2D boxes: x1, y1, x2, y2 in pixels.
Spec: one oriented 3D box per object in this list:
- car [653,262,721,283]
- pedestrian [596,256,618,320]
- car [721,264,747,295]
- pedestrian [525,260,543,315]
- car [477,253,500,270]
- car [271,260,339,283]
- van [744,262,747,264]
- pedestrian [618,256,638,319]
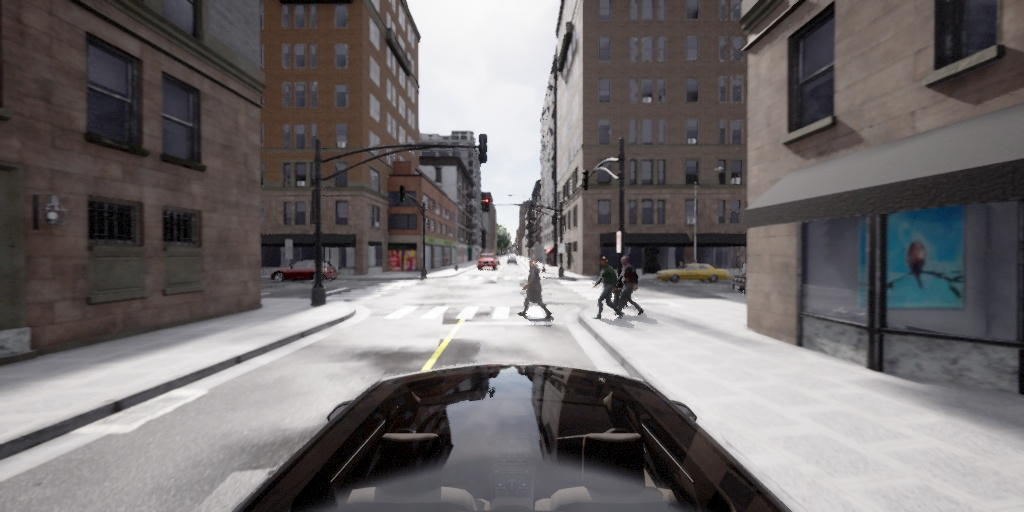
[{"bbox_3d":[12.422,1.115,24.977,4.829,1.417,1.751,0,0,1],"label":"car"},{"bbox_3d":[2.615,0.841,9.923,0.375,1.860,0.375,0,0,0],"label":"pedestrian"},{"bbox_3d":[12.522,1.210,16.450,4.403,1.370,2.007,0,0,1],"label":"car"},{"bbox_3d":[0.689,0.983,11.124,0.375,1.860,0.375,0,0,0],"label":"pedestrian"},{"bbox_3d":[-3.075,0.677,45.147,2.150,2.045,5.566,0,1,1],"label":"car"},{"bbox_3d":[-14.602,1.023,25.258,4.097,1.591,1.967,0,0,1],"label":"car"},{"bbox_3d":[18.261,0.931,24.916,3.998,1.789,1.690,0,0,1],"label":"van"},{"bbox_3d":[3.385,0.836,10.523,0.375,1.860,0.375,0,0,0],"label":"pedestrian"}]
